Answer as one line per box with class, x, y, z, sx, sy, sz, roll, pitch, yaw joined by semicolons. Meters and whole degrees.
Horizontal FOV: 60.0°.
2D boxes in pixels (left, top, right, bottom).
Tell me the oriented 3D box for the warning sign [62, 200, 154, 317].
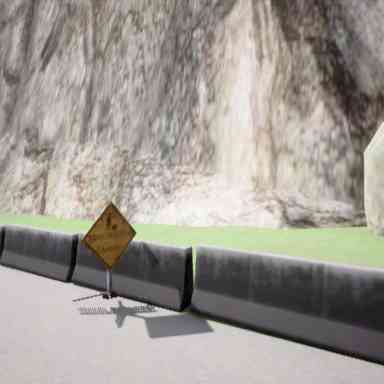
warning sign;-1.547;1.111;6.257;1.060;1.860;1.300;0;0;36
